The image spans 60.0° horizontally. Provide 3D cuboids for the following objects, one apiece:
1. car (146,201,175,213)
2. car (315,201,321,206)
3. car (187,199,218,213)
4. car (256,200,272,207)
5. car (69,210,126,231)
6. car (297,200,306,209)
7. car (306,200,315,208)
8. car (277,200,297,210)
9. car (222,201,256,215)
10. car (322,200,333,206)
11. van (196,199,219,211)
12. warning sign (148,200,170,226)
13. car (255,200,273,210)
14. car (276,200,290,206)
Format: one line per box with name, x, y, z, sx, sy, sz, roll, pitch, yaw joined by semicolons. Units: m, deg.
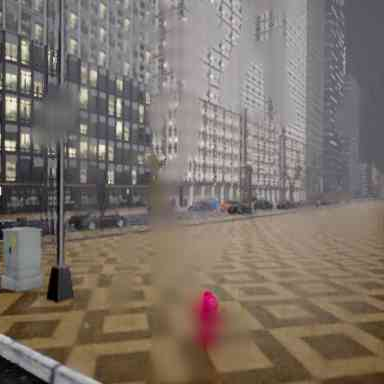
car;-3.998;1.932;42.645;1.967;1.590;4.097;0;-1;35
car;25.410;2.526;70.295;1.947;1.339;4.313;0;-1;35
car;1.263;2.097;45.621;1.812;1.442;4.674;1;0;35
car;15.310;2.407;70.442;1.802;1.307;4.206;0;-1;35
car;-6.671;1.955;23.881;2.008;1.369;4.403;0;-1;35
car;18.972;2.432;61.026;1.802;1.307;4.206;0;-1;35
car;22.192;2.345;65.661;1.967;1.590;4.097;0;-1;35
car;15.754;2.361;56.392;1.947;1.339;4.313;0;-1;35
car;6.097;2.195;42.489;1.947;1.339;4.313;0;-1;35
car;31.848;2.636;79.564;1.947;1.339;4.313;0;-1;35
van;2.438;1.945;51.912;1.690;1.788;3.998;0;-1;35
warning sign;-2.546;1.582;25.840;1.300;1.860;1.060;1;1;35
car;11.881;2.093;55.514;2.097;1.767;4.553;1;0;35
car;21.745;2.501;79.709;1.947;1.339;4.313;0;-1;35
